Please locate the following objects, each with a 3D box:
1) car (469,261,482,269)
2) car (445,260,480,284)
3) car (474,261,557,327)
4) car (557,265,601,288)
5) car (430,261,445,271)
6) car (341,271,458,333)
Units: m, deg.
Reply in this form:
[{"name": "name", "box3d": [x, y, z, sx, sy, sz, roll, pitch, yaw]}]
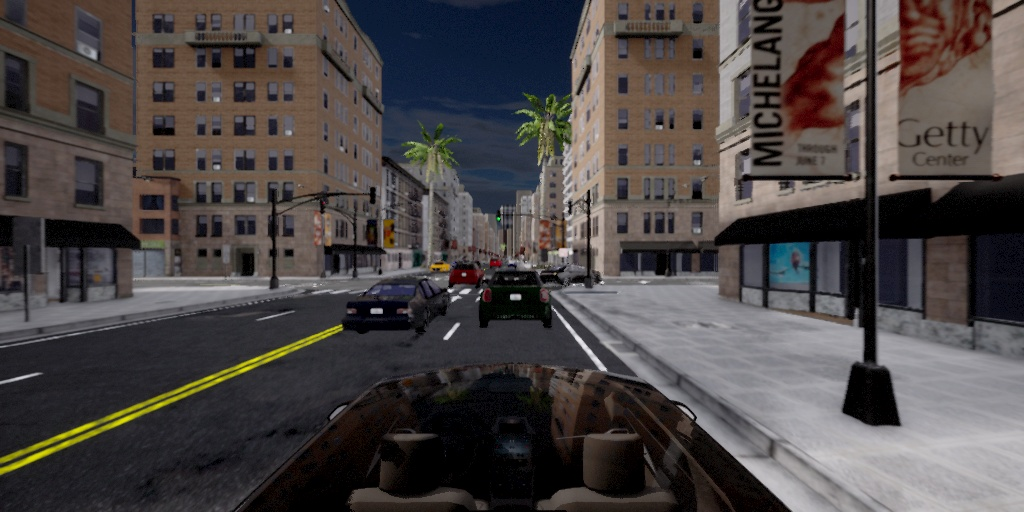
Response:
[{"name": "car", "box3d": [-6.509, 1.609, 65.096, 1.837, 1.490, 4.892, 0, 0, 0]}, {"name": "car", "box3d": [-3.148, 1.239, 25.632, 2.097, 1.767, 4.553, 0, 0, 0]}, {"name": "car", "box3d": [0.102, 1.154, 11.937, 2.097, 1.767, 4.553, 0, 0, 0]}, {"name": "car", "box3d": [4.196, 1.363, 25.134, 4.902, 1.511, 2.128, 0, -1, -37]}, {"name": "car", "box3d": [-9.819, 1.487, 48.899, 1.882, 1.535, 5.008, 0, 0, 0]}, {"name": "car", "box3d": [-3.151, 1.344, 10.858, 2.033, 1.411, 5.357, 0, 0, 0]}]
